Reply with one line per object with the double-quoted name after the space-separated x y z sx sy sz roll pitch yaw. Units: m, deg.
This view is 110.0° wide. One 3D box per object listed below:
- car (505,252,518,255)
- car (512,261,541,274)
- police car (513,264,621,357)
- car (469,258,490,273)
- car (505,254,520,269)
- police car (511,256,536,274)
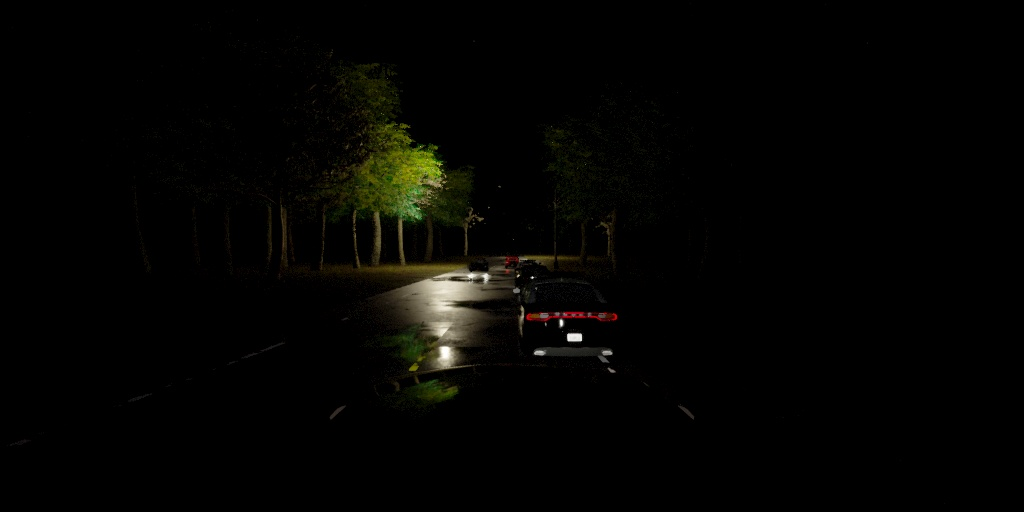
0.064 0.290 60.129 2.150 2.045 5.566 0 2 0 "car"
1.070 1.199 18.523 1.837 1.490 4.892 0 0 0 "car"
1.060 1.166 8.634 1.930 1.638 5.238 0 0 0 "police car"
-3.459 0.986 38.489 1.882 1.535 5.008 0 1 0 "car"
0.082 0.899 47.243 1.812 1.442 4.674 0 1 1 "car"
1.077 1.068 24.634 1.930 1.638 5.238 0 0 0 "police car"
